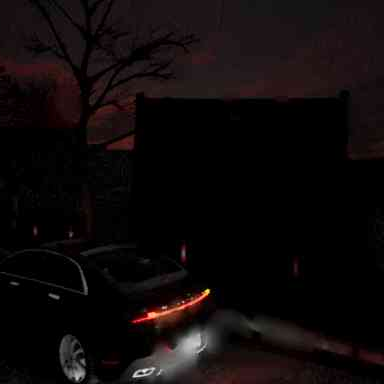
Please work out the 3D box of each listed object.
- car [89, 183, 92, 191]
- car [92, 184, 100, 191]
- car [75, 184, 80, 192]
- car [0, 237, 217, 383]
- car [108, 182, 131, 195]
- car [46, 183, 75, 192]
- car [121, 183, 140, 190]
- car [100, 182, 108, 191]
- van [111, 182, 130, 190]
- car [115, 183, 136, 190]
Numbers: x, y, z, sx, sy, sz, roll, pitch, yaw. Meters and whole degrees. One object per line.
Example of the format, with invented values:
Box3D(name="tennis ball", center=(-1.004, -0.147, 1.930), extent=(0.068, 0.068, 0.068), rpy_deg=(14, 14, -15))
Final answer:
Box3D(name="car", center=(-23.593, -0.863, 68.301), extent=(4.674, 1.452, 2.002), rpy_deg=(3, 2, 19))
Box3D(name="car", center=(-22.659, -1.091, 70.891), extent=(4.553, 1.767, 2.185), rpy_deg=(3, 2, 19))
Box3D(name="car", center=(-24.499, -0.840, 65.698), extent=(5.008, 1.535, 2.097), rpy_deg=(3, 2, 19))
Box3D(name="car", center=(-1.918, 1.496, 5.332), extent=(4.892, 1.490, 1.837), rpy_deg=(0, 0, 37))
Box3D(name="car", center=(-12.559, -0.540, 61.786), extent=(2.150, 2.045, 5.566), rpy_deg=(3, 2, 19))
Box3D(name="car", center=(-25.363, -0.904, 63.071), extent=(4.553, 1.767, 2.185), rpy_deg=(3, 2, 19))
Box3D(name="car", center=(-16.410, -1.581, 89.150), extent=(4.553, 1.767, 2.185), rpy_deg=(3, 2, 19))
Box3D(name="car", center=(-21.796, -1.033, 73.517), extent=(4.892, 1.521, 2.231), rpy_deg=(3, 2, 19))
Box3D(name="van", center=(-18.069, -1.535, 83.888), extent=(4.442, 1.987, 1.878), rpy_deg=(3, 2, 19))
Box3D(name="car", center=(-17.291, -1.385, 86.542), extent=(5.008, 1.535, 2.097), rpy_deg=(3, 2, 19))
